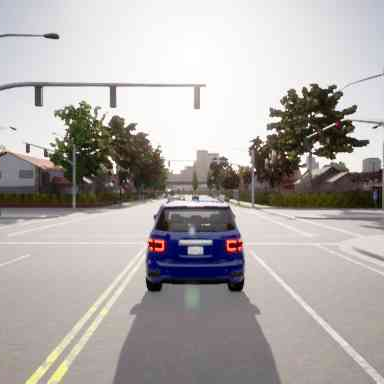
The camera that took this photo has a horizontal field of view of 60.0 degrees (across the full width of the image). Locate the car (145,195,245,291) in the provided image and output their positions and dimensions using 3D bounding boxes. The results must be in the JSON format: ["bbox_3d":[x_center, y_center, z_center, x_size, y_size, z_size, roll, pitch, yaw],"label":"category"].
[{"bbox_3d":[0.071,1.219,9.119,2.150,2.045,5.566,0,0,0],"label":"car"}]

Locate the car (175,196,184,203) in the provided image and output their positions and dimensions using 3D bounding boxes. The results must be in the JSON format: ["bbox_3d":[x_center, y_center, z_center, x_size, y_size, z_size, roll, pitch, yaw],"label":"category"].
[{"bbox_3d":[-2.677,1.505,71.146,1.812,1.442,4.674,0,0,0],"label":"car"}]

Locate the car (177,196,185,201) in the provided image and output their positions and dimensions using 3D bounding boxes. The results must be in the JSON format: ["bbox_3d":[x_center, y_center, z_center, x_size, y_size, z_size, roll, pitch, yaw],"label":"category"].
[{"bbox_3d":[-2.612,1.573,81.347,1.895,1.301,4.718,0,0,0],"label":"car"}]

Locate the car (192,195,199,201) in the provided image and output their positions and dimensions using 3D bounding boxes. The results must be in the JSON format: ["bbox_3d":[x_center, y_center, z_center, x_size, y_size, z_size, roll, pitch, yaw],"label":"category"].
[{"bbox_3d":[0.932,1.453,88.078,1.882,1.535,5.008,0,0,0],"label":"car"}]

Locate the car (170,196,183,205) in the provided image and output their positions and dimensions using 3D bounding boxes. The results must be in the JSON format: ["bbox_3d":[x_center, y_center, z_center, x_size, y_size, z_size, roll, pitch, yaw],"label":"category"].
[{"bbox_3d":[-2.812,1.530,61.299,2.033,1.411,5.357,0,0,1],"label":"car"}]

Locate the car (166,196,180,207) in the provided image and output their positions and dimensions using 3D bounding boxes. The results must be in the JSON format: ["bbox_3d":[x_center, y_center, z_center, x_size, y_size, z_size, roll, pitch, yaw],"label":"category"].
[{"bbox_3d":[-2.888,1.463,51.579,1.882,1.535,5.008,0,0,1],"label":"car"}]
